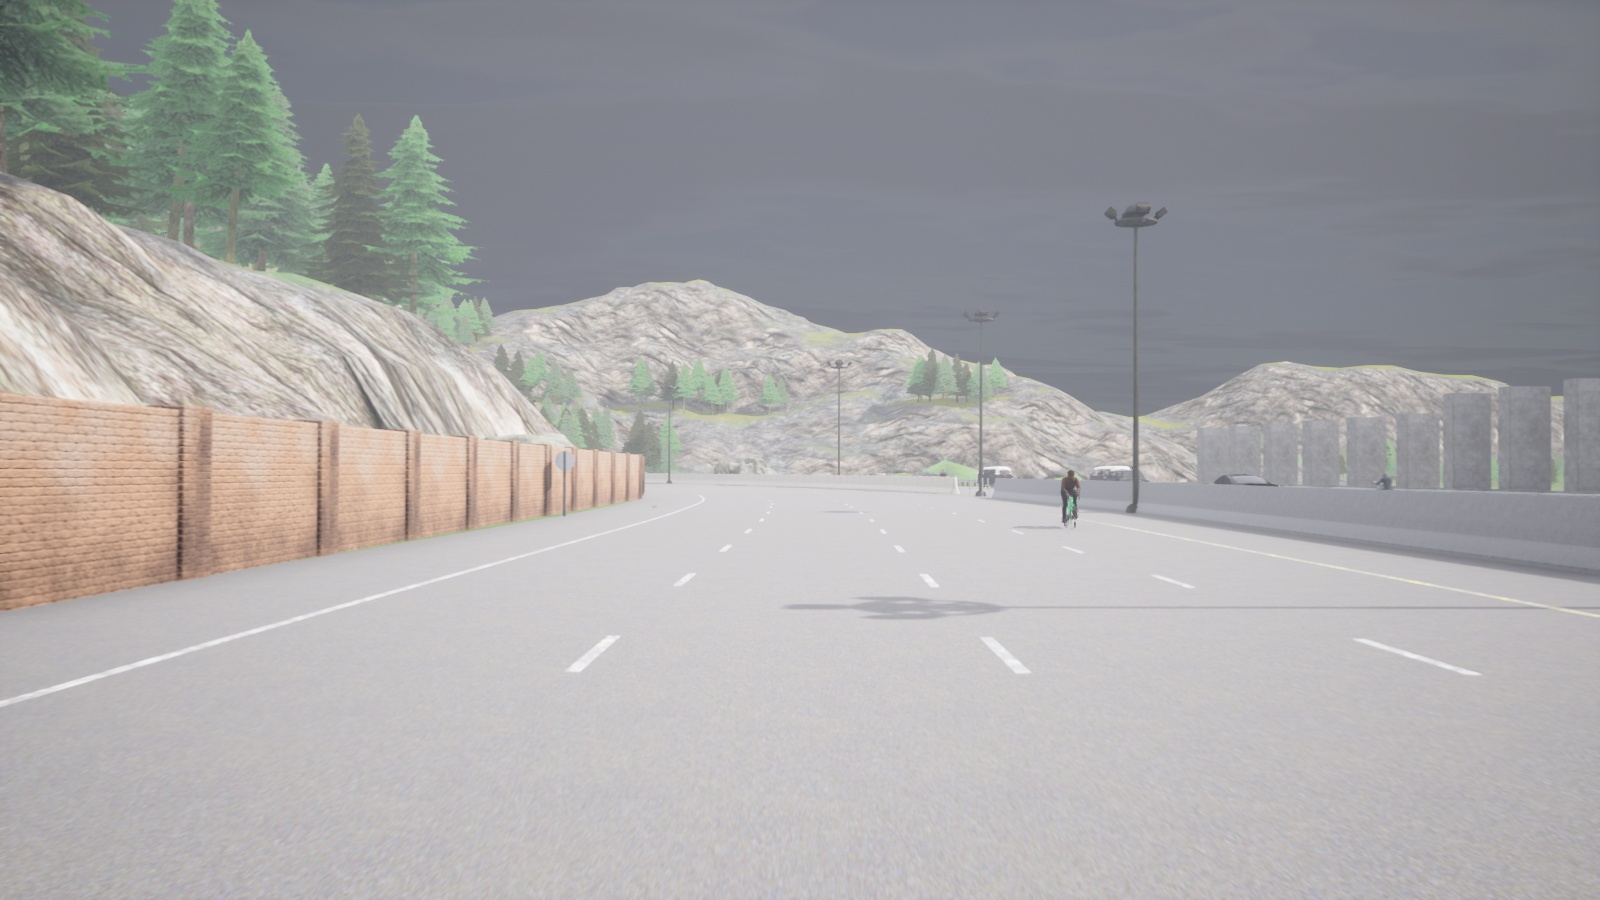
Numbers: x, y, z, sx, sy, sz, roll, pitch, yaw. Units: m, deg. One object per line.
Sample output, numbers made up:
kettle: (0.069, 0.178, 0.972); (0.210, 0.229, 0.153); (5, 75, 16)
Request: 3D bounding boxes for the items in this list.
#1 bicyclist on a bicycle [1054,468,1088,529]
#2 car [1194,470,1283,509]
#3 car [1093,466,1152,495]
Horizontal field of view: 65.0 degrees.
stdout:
bicyclist on a bicycle: (7.461, 1.317, 34.619); (0.582, 1.620, 1.656); (0, -1, 1)
car: (18.039, 1.589, 51.899); (1.882, 1.535, 5.008); (0, -1, -1)
car: (20.146, 1.909, 78.671); (2.097, 1.767, 4.553); (0, -1, -7)
